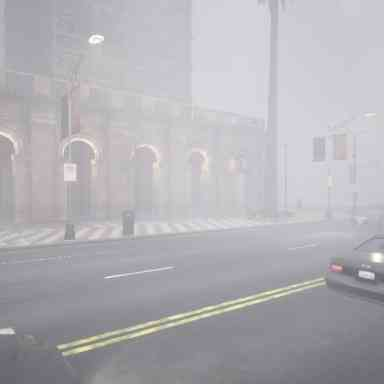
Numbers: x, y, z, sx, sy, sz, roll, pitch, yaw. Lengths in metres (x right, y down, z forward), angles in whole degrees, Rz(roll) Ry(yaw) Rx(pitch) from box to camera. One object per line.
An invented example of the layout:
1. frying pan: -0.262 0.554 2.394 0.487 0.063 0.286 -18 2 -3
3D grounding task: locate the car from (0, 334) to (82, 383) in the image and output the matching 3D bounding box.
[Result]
1. car: -3.196 1.547 1.461 5.357 1.411 2.033 0 0 -36

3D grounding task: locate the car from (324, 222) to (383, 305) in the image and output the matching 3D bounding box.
1. car: 5.206 1.548 7.487 5.357 1.411 2.033 0 0 -36

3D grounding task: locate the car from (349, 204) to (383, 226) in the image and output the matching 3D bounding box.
1. car: 11.925 1.493 21.074 4.902 1.511 2.128 0 0 -35
